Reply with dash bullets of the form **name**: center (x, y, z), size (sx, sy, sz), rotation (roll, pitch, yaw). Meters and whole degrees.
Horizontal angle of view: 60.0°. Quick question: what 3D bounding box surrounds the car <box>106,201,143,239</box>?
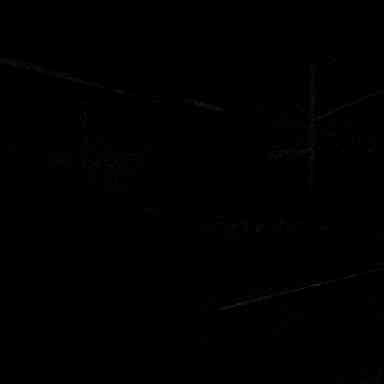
- **car**: center (-4.324, 1.448, 18.358), size (1.905, 1.878, 3.866), rotation (1, 0, -36)

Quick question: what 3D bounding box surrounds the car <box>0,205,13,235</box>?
- **car**: center (-11.453, 1.523, 18.621), size (2.242, 1.667, 4.611), rotation (1, 0, -36)
